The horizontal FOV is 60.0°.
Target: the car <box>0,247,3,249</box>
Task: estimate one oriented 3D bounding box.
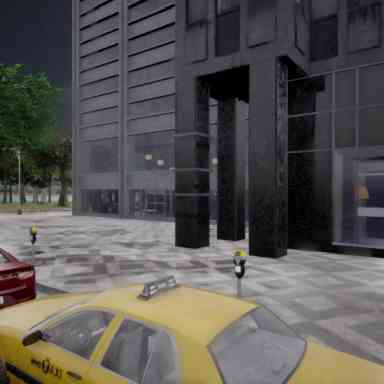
[{"bbox_3d":[-4.806,1.545,6.398,4.507,1.381,1.887,0,0,36],"label":"car"}]

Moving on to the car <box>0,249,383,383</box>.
[{"bbox_3d":[-0.521,1.525,3.335,4.829,1.417,1.752,0,0,36],"label":"car"}]
